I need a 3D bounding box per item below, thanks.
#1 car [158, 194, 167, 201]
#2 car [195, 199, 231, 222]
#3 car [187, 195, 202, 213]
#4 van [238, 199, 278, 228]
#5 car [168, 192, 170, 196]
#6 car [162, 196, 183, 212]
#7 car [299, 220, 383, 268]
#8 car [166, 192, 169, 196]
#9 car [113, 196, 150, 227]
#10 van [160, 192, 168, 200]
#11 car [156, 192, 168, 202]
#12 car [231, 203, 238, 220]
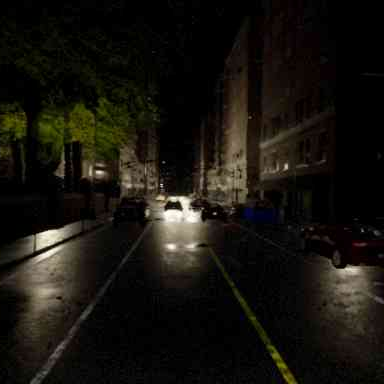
[{"bbox_3d":[-6.792,1.274,76.783,1.887,1.381,4.507,1,0,-3],"label":"car"},{"bbox_3d":[1.589,1.559,26.381,1.994,1.385,4.181,1,0,-3],"label":"car"},{"bbox_3d":[0.775,1.451,36.362,2.128,1.511,4.902,1,0,-9],"label":"car"},{"bbox_3d":[4.583,1.402,22.755,1.690,1.788,3.998,1,0,-3],"label":"van"},{"bbox_3d":[-7.078,1.261,82.226,1.887,1.381,4.507,1,0,-3],"label":"car"},{"bbox_3d":[-2.060,1.465,37.555,1.994,1.385,4.181,1,0,-3],"label":"car"},{"bbox_3d":[5.173,1.634,11.450,1.887,1.381,4.507,1,0,-3],"label":"car"},{"bbox_3d":[-6.506,1.294,71.339,2.008,1.369,4.403,1,0,-3],"label":"car"},{"bbox_3d":[-3.925,1.208,22.268,2.192,1.841,5.009,1,0,-3],"label":"car"},{"bbox_3d":[-7.360,1.044,87.669,1.690,1.788,3.998,1,0,-3],"label":"van"},{"bbox_3d":[-6.211,1.285,65.727,1.752,1.417,4.829,1,0,-3],"label":"car"},{"bbox_3d":[4.283,1.611,28.408,1.947,1.339,4.313,1,0,-3],"label":"car"}]
